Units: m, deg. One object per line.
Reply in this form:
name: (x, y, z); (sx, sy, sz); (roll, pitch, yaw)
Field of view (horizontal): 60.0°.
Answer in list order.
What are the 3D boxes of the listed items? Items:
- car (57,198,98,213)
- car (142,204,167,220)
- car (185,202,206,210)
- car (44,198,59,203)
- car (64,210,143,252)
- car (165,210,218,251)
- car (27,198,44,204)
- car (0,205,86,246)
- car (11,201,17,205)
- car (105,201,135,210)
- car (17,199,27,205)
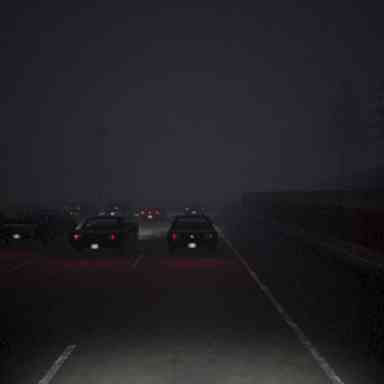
car: (-10.231, 1.636, 30.936); (2.128, 1.511, 4.902); (0, 0, 3)
car: (-3.315, 1.734, 29.334); (1.895, 1.301, 4.718); (0, 0, 3)
car: (0.355, 1.668, 32.020); (1.812, 1.442, 4.674); (0, 0, 4)
car: (-21.484, 1.817, 54.100); (1.994, 1.385, 4.181); (0, 0, 11)
car: (-3.492, 1.666, 14.159); (1.895, 1.301, 4.718); (0, 0, 0)
car: (0.008, 1.665, 14.373); (1.895, 1.301, 4.718); (0, 0, 0)
car: (-24.688, 1.741, 55.858); (1.882, 1.535, 5.008); (0, 0, 12)
car: (-6.995, 1.566, 15.713); (2.128, 1.511, 4.902); (0, 0, 0)
car: (-10.493, 1.293, 14.853); (2.150, 2.045, 5.566); (0, 0, 0)
car: (-6.701, 1.648, 31.242); (1.837, 1.490, 4.892); (0, 0, 3)
car: (-28.159, 1.815, 56.521); (2.033, 1.411, 5.357); (0, 0, 12)
